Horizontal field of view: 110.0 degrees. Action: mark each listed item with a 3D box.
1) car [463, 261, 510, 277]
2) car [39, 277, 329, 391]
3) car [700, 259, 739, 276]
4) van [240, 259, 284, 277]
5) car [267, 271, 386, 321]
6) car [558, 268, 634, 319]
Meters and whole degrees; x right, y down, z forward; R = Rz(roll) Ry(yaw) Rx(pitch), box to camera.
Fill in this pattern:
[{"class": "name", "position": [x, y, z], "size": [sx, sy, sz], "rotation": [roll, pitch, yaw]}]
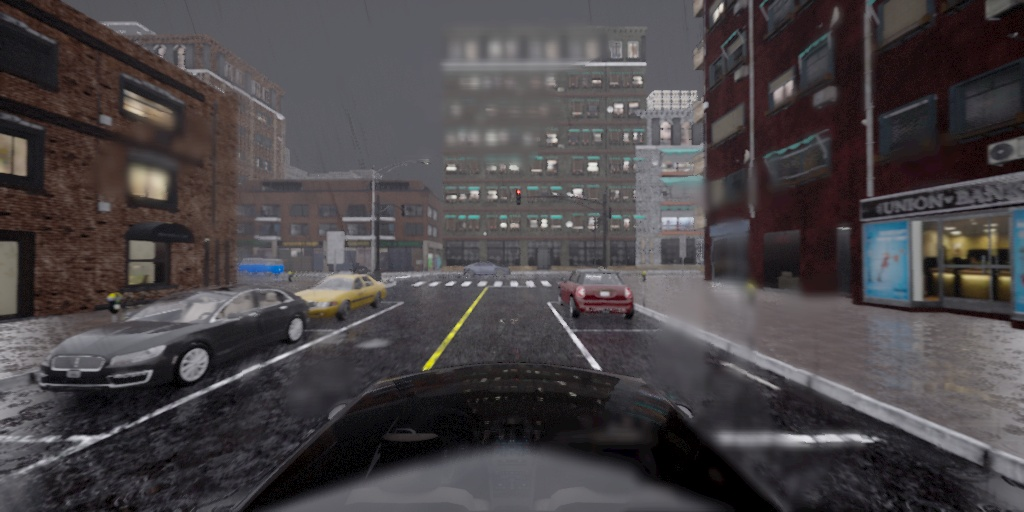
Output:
[{"class": "car", "position": [-2.195, 1.149, 31.420], "size": [4.181, 1.385, 1.994], "rotation": [-1, -1, 1]}, {"class": "car", "position": [-5.658, 1.274, 6.809], "size": [2.007, 1.370, 4.403], "rotation": [0, 0, 0]}, {"class": "car", "position": [17.644, 0.896, 28.438], "size": [4.829, 1.417, 1.751], "rotation": [0, 0, 1]}, {"class": "van", "position": [-26.075, 1.214, 37.438], "size": [3.998, 1.789, 1.690], "rotation": [0, 0, 1]}, {"class": "car", "position": [-5.830, 1.220, 12.325], "size": [1.751, 1.417, 4.829], "rotation": [0, 0, 0]}, {"class": "car", "position": [2.735, 1.135, 12.553], "size": [1.967, 1.591, 4.097], "rotation": [0, 0, 0]}]
